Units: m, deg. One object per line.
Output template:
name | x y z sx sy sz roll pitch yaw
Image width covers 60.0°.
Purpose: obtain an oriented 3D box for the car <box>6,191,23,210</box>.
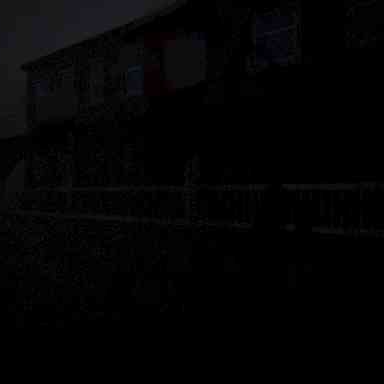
car | -15.236 0.769 28.084 2.097 1.767 4.553 0 15 34
